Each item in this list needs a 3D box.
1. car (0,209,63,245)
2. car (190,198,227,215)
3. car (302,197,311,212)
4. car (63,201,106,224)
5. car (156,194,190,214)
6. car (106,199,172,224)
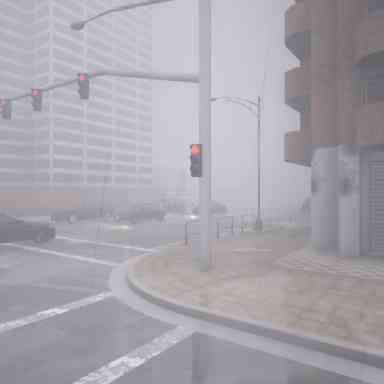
[{"bbox_3d":[-8.079,1.526,13.653,4.674,1.442,1.812,0,0,-44],"label":"car"},{"bbox_3d":[1.821,1.564,33.271,1.994,1.385,4.181,0,0,36],"label":"car"},{"bbox_3d":[14.466,1.352,38.722,2.097,1.767,4.553,0,0,35],"label":"car"},{"bbox_3d":[-8.176,1.478,25.230,1.882,1.535,5.008,0,0,35],"label":"car"},{"bbox_3d":[-2.601,1.352,33.099,2.097,1.767,4.553,0,0,35],"label":"car"},{"bbox_3d":[-3.875,1.526,25.218,1.812,1.442,4.674,0,0,35],"label":"car"}]
